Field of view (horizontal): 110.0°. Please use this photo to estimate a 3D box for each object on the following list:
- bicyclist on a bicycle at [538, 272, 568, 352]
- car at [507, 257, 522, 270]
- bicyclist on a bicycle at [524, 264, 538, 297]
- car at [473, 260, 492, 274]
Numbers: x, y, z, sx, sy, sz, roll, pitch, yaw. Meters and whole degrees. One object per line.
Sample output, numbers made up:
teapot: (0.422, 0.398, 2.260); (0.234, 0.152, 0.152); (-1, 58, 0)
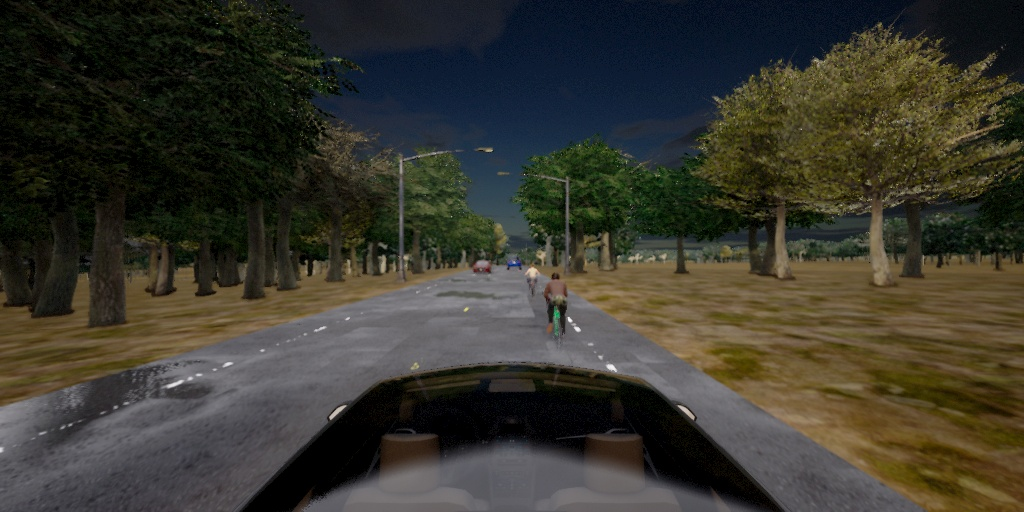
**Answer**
bicyclist on a bicycle: (0.982, 1.197, 7.930); (0.582, 1.620, 1.656); (0, 0, 0)
car: (0.347, 1.117, 56.814); (2.150, 2.045, 5.566); (0, 0, 0)
bicyclist on a bicycle: (1.016, 1.175, 17.886); (0.866, 1.612, 1.509); (0, 0, 1)
car: (-3.423, 1.261, 41.926); (1.882, 1.535, 5.008); (0, 0, 0)
